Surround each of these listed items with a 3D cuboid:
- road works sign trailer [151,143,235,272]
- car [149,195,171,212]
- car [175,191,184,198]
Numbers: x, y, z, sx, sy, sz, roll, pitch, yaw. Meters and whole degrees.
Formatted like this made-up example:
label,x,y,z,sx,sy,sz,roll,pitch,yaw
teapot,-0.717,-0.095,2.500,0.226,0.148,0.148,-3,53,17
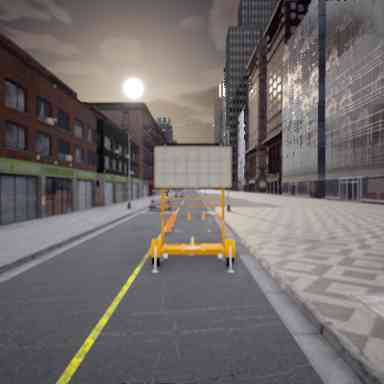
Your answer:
label,x,y,z,sx,sy,sz,roll,pitch,yaw
road works sign trailer,0.031,0.312,10.148,2.380,3.560,2.880,0,1,0
car,-2.998,1.068,32.095,1.812,1.442,4.674,0,1,0
car,-2.775,0.512,72.543,2.128,1.511,4.902,0,1,0
